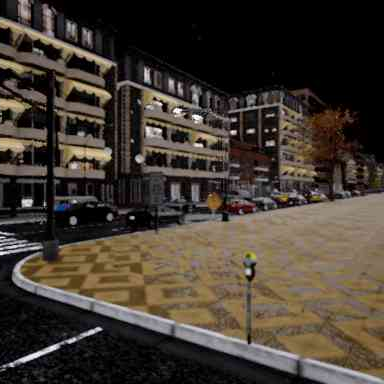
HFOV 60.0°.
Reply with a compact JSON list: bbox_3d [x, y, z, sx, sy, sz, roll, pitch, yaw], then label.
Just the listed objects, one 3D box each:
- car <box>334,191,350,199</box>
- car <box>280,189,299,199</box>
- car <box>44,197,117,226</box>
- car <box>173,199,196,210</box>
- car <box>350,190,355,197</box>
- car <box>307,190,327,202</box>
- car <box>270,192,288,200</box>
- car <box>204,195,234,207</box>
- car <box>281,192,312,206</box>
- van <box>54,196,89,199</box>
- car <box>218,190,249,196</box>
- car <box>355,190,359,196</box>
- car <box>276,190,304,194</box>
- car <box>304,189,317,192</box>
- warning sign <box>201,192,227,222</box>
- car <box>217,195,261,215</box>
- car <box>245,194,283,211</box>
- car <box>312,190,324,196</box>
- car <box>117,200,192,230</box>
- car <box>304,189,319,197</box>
[{"bbox_3d":[29.509,0.583,66.287,2.008,1.369,4.403,1,1,35],"label":"car"},{"bbox_3d":[19.450,0.443,66.475,2.192,1.841,5.009,1,1,35],"label":"car"},{"bbox_3d":[-7.447,1.391,23.116,1.882,1.535,5.008,0,1,35],"label":"car"},{"bbox_3d":[-1.665,1.355,31.462,1.895,1.301,4.718,0,1,35],"label":"car"},{"bbox_3d":[32.679,0.498,70.863,2.008,1.369,4.403,1,1,35],"label":"car"},{"bbox_3d":[20.093,0.810,52.691,1.752,1.417,4.829,1,1,35],"label":"car"},{"bbox_3d":[16.181,0.741,61.761,1.752,1.417,4.829,1,1,35],"label":"car"},{"bbox_3d":[3.596,1.122,43.589,1.947,1.339,4.313,1,1,35],"label":"car"},{"bbox_3d":[13.655,1.010,43.395,2.008,1.369,4.403,1,1,35],"label":"car"},{"bbox_3d":[-9.086,1.244,25.271,1.690,1.788,3.998,1,1,35],"label":"van"},{"bbox_3d":[5.370,0.786,41.596,2.150,2.045,5.566,0,1,35],"label":"car"},{"bbox_3d":[39.020,0.218,80.018,1.967,1.590,4.097,1,1,35],"label":"car"},{"bbox_3d":[14.425,0.861,49.088,1.882,1.535,5.008,0,1,35],"label":"car"},{"bbox_3d":[20.188,0.580,57.399,2.097,1.767,4.553,0,1,34],"label":"car"},{"bbox_3d":[1.415,0.959,21.592,1.300,1.860,1.060,-1,-1,35],"label":"warning sign"},{"bbox_3d":[4.142,1.263,29.659,1.887,1.381,4.507,1,1,35],"label":"car"},{"bbox_3d":[7.313,1.182,34.238,2.008,1.369,4.403,1,1,35],"label":"car"},{"bbox_3d":[32.131,0.333,84.793,1.887,1.381,4.507,1,1,35],"label":"car"},{"bbox_3d":[-2.198,1.458,20.504,1.947,1.339,4.313,1,1,35],"label":"car"},{"bbox_3d":[28.961,0.188,80.209,2.192,1.841,5.009,1,1,35],"label":"car"}]
